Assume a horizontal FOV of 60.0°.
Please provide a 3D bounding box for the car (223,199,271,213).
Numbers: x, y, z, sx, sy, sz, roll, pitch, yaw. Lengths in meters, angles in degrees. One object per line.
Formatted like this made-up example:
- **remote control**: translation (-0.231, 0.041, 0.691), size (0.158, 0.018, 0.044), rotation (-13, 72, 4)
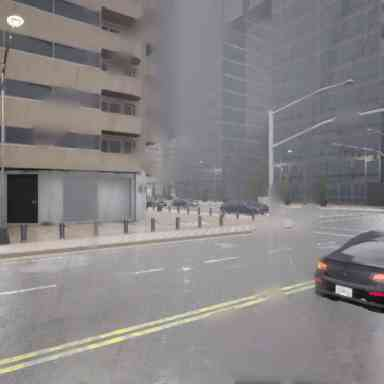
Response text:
- **car**: translation (6.021, 1.492, 36.822), size (2.033, 1.411, 5.357), rotation (0, 0, -36)

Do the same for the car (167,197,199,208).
- **car**: translation (-0.949, 1.436, 46.687), size (2.128, 1.511, 4.902), rotation (0, 0, -35)

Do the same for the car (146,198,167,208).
- **car**: translation (-5.125, 1.508, 46.546), size (1.994, 1.385, 4.181), rotation (0, 0, -35)

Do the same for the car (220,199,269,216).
- **car**: translation (5.036, 1.491, 32.219), size (2.033, 1.411, 5.357), rotation (0, 0, -36)

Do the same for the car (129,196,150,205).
- **car**: translation (-9.355, 1.450, 58.739), size (1.837, 1.490, 4.892), rotation (0, 0, -35)

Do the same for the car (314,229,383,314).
- **car**: translation (4.474, 1.526, 7.004), size (4.674, 1.442, 1.812), rotation (0, 0, -35)
